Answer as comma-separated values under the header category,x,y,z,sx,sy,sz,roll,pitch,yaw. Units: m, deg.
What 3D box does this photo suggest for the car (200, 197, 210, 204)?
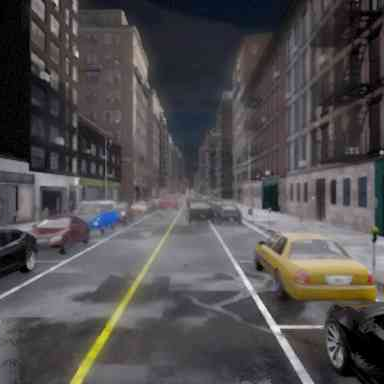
category,x,y,z,sx,sy,sz,roll,pitch,yaw
car,2.640,1.742,67.661,1.802,1.307,4.206,0,0,0

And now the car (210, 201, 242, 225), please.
category,x,y,z,sx,sy,sz,roll,pitch,yaw
car,2.638,1.614,24.360,2.008,1.369,4.403,0,0,0

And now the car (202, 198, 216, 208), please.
category,x,y,z,sx,sy,sz,roll,pitch,yaw
car,2.640,1.695,51.423,1.947,1.339,4.313,0,0,0

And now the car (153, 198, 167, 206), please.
category,x,y,z,sx,sy,sz,roll,pitch,yaw
car,-5.385,1.691,56.845,2.008,1.369,4.403,0,0,0

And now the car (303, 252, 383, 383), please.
category,x,y,z,sx,sy,sz,roll,pitch,yaw
car,2.637,1.574,2.709,1.947,1.339,4.313,0,0,0

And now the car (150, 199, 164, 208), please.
category,x,y,z,sx,sy,sz,roll,pitch,yaw
car,-5.386,1.711,51.432,1.802,1.307,4.206,0,0,0

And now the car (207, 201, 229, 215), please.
category,x,y,z,sx,sy,sz,roll,pitch,yaw
car,2.639,1.640,35.185,2.008,1.369,4.403,0,0,0

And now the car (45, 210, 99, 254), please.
category,x,y,z,sx,sy,sz,roll,pitch,yaw
car,-5.387,1.618,13.544,1.802,1.307,4.206,0,0,0

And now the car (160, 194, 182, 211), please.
category,x,y,z,sx,sy,sz,roll,pitch,yaw
car,-2.840,1.331,43.099,2.150,2.045,5.566,0,0,0

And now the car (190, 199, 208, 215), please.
category,x,y,z,sx,sy,sz,roll,pitch,yaw
car,0.717,1.597,35.889,1.837,1.490,4.892,0,0,0

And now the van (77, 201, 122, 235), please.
category,x,y,z,sx,sy,sz,roll,pitch,yaw
van,-5.387,1.391,18.957,1.690,1.788,3.998,0,0,0

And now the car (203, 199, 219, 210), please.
category,x,y,z,sx,sy,sz,roll,pitch,yaw
car,2.639,1.682,46.010,1.947,1.339,4.313,0,0,0

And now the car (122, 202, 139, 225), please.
category,x,y,z,sx,sy,sz,roll,pitch,yaw
car,-5.387,1.504,24.369,1.967,1.590,4.097,0,0,0

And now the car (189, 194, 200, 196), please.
category,x,y,z,sx,sy,sz,roll,pitch,yaw
car,0.002,1.655,61.762,1.837,1.490,4.892,0,0,0

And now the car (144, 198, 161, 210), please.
category,x,y,z,sx,sy,sz,roll,pitch,yaw
car,-5.386,1.642,45.849,1.752,1.417,4.829,0,0,0

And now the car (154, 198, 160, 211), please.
category,x,y,z,sx,sy,sz,roll,pitch,yaw
car,-5.386,1.669,40.607,1.947,1.339,4.313,0,0,0

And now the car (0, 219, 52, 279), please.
category,x,y,z,sx,sy,sz,roll,pitch,yaw
car,-5.388,1.588,8.131,1.947,1.339,4.313,0,0,0

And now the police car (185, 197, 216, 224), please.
category,x,y,z,sx,sy,sz,roll,pitch,yaw
police car,0.523,1.492,25.922,1.930,1.638,5.238,0,0,-5

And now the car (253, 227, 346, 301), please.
category,x,y,z,sx,sy,sz,roll,pitch,yaw
car,2.637,1.548,8.292,1.752,1.417,4.829,0,0,0

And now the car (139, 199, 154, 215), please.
category,x,y,z,sx,sy,sz,roll,pitch,yaw
car,-5.387,1.615,35.024,1.752,1.417,4.829,0,0,0

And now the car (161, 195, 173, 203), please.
category,x,y,z,sx,sy,sz,roll,pitch,yaw
car,-5.385,1.486,73.084,2.192,1.841,5.009,0,0,0
